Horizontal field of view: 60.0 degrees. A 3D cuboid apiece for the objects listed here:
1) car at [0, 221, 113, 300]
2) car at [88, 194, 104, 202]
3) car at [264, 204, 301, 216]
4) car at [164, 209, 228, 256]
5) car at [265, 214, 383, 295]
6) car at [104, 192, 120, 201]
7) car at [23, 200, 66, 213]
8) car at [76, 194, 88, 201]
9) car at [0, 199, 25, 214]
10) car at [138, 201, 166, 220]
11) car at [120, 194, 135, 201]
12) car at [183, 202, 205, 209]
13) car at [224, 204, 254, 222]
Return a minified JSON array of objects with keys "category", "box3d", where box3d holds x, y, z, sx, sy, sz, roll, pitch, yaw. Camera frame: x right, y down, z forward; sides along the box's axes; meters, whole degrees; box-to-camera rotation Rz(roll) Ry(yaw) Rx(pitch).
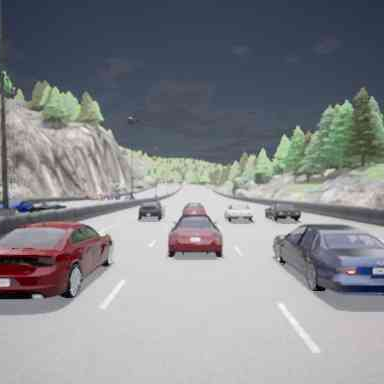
[{"category":"car","box3d":[-3.399,1.478,8.488,1.882,1.535,5.008,0,0,0]},{"category":"car","box3d":[-20.825,1.244,73.713,2.097,1.767,4.553,0,0,0]},{"category":"car","box3d":[7.154,1.623,26.801,1.895,1.301,4.718,0,0,0]},{"category":"car","box3d":[0.121,1.571,13.197,1.994,1.385,4.181,0,0,0]},{"category":"car","box3d":[3.606,1.556,8.862,2.033,1.411,5.357,0,0,0]},{"category":"car","box3d":[-17.324,0.997,74.261,2.150,2.045,5.566,0,0,0]},{"category":"car","box3d":[-14.023,1.601,32.215,1.895,1.301,4.718,0,0,0]},{"category":"car","box3d":[-24.324,1.242,74.308,1.882,1.535,5.008,0,0,0]},{"category":"car","box3d":[-17.517,1.474,33.137,1.882,1.535,5.008,0,0,0]},{"category":"car","box3d":[-3.342,1.515,28.123,1.837,1.490,4.892,0,0,0]},{"category":"car","box3d":[-13.826,1.423,73.666,2.128,1.511,4.902,0,0,0]},{"category":"car","box3d":[0.159,1.579,28.505,1.994,1.385,4.181,0,0,0]},{"category":"car","box3d":[3.655,1.619,26.819,1.895,1.301,4.718,0,0,0]}]
